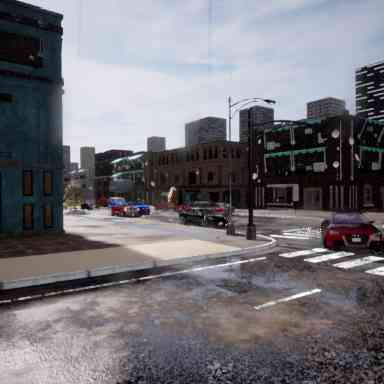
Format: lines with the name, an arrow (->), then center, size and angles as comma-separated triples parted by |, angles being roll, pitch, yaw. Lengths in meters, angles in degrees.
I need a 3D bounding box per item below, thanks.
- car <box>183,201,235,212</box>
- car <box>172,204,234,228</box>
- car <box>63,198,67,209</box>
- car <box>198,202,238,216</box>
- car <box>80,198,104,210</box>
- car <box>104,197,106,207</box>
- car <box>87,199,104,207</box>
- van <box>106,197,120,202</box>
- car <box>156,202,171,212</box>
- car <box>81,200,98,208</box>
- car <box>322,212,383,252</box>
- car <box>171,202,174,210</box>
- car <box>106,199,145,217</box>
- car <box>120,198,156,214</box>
car -> 1.277, 1.605, 28.457 | 2.097, 1.767, 4.553 | -1, 0, -35
car -> 0.700, 1.814, 24.573 | 1.947, 1.339, 4.313 | -1, 0, -35
car -> -23.174, 2.233, 58.374 | 1.752, 1.417, 4.829 | -1, 0, -35
car -> 2.796, 1.809, 36.298 | 2.008, 1.369, 4.403 | -2, 0, -35
car -> -16.638, 2.104, 53.834 | 2.128, 1.511, 4.902 | -1, 0, -35
car -> -16.449, 1.940, 63.368 | 2.192, 1.841, 5.009 | -1, 0, -35
car -> -19.650, 2.227, 67.880 | 1.887, 1.381, 4.507 | -1, 0, -35
van -> -13.241, 1.907, 58.857 | 1.690, 1.788, 3.998 | -1, 0, -35
car -> -3.615, 1.966, 45.322 | 1.802, 1.307, 4.206 | -2, 0, -35
car -> -19.500, 2.194, 63.230 | 1.812, 1.442, 4.674 | -1, 0, -35
car -> 6.601, 1.566, 13.993 | 1.994, 1.385, 4.181 | 0, 0, 18
car -> -0.410, 1.904, 40.811 | 1.802, 1.307, 4.206 | -2, 0, -35
car -> -7.243, 1.846, 35.953 | 1.967, 1.590, 4.097 | -1, 0, -35
car -> -6.688, 1.888, 39.671 | 1.882, 1.535, 5.008 | -1, 0, -35
